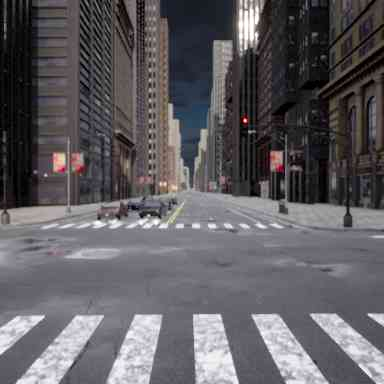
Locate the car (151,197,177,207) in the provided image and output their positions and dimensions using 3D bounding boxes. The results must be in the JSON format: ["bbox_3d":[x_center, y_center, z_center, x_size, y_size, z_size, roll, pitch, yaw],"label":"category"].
[{"bbox_3d":[-3.371,1.452,39.995,2.128,1.511,4.902,0,0,0],"label":"car"}]

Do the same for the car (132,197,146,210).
[{"bbox_3d":[-6.628,1.564,37.897,1.895,1.301,4.718,0,0,0],"label":"car"}]

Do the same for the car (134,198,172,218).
[{"bbox_3d":[-3.345,1.521,29.629,2.033,1.411,5.357,0,0,4],"label":"car"}]

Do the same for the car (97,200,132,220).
[{"bbox_3d":[-6.619,1.501,28.197,1.812,1.442,4.674,0,0,0],"label":"car"}]

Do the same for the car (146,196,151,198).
[{"bbox_3d":[-6.632,1.451,49.920,1.837,1.490,4.892,0,0,0],"label":"car"}]
